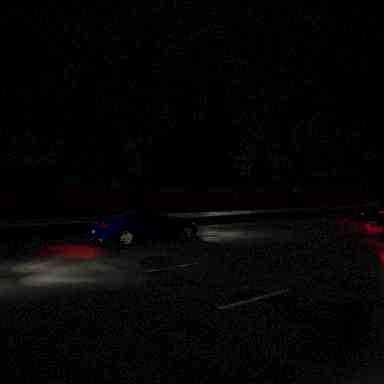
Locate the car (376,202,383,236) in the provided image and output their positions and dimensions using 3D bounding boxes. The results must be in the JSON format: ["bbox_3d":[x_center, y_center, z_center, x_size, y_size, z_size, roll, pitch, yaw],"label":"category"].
[{"bbox_3d":[11.319,1.351,16.264,4.553,1.767,2.097,0,0,-36],"label":"car"}]

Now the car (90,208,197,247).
[{"bbox_3d":[-2.078,1.477,15.202,5.008,1.535,1.882,0,0,-36],"label":"car"}]

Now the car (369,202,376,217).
[{"bbox_3d":[14.518,1.504,22.906,4.892,1.490,1.837,0,0,-36],"label":"car"}]

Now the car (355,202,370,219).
[{"bbox_3d":[15.509,1.525,27.947,4.674,1.442,1.812,0,0,-36],"label":"car"}]
